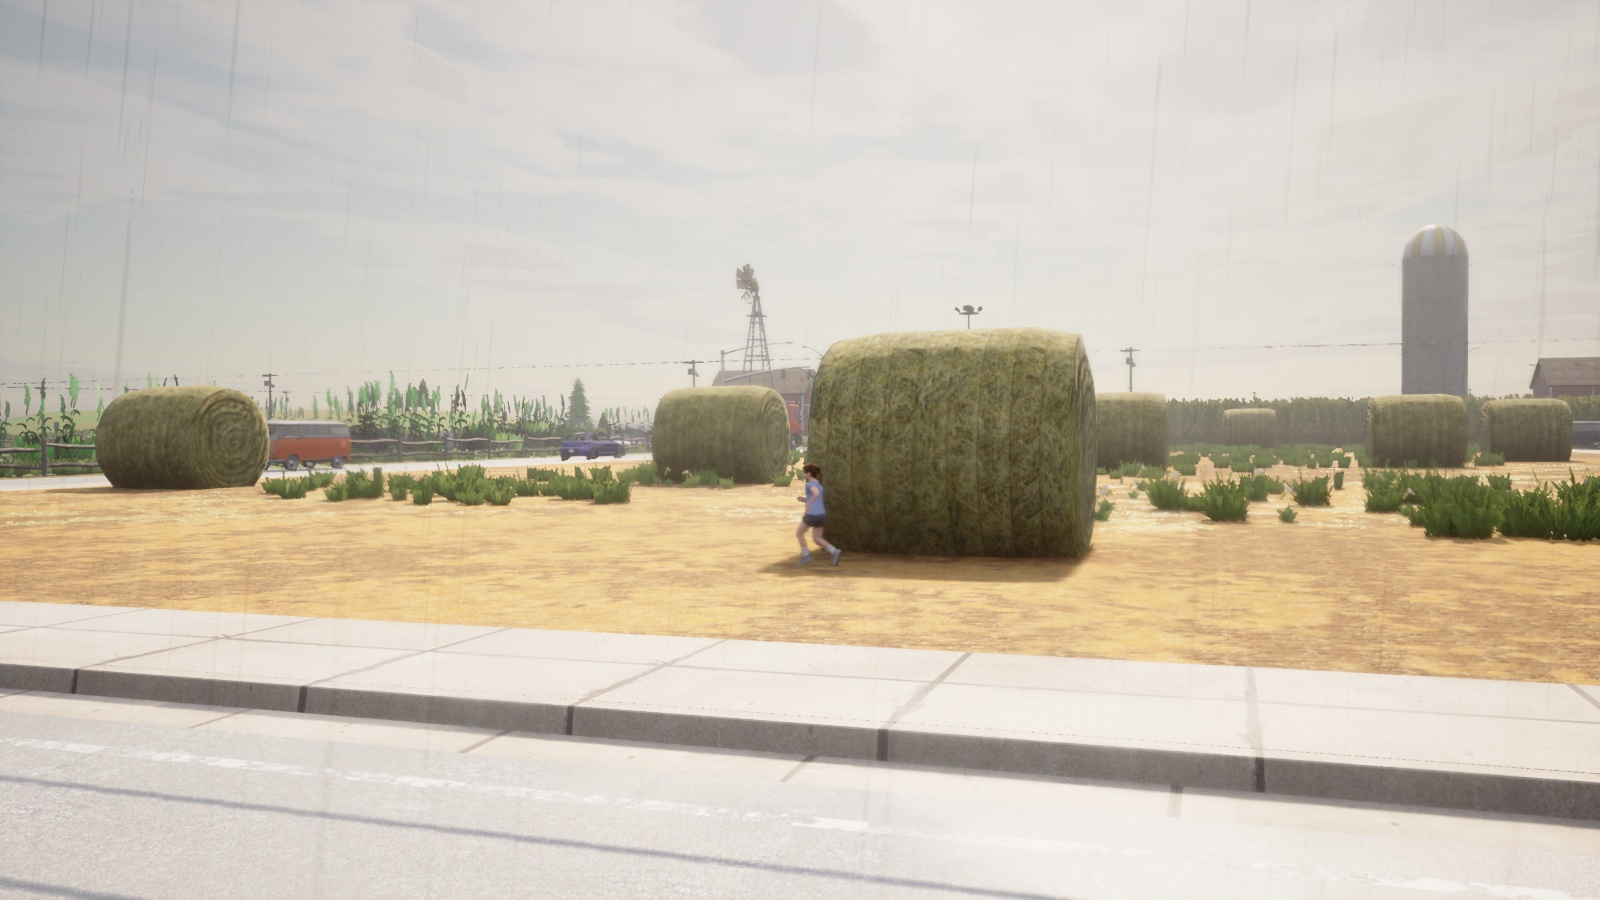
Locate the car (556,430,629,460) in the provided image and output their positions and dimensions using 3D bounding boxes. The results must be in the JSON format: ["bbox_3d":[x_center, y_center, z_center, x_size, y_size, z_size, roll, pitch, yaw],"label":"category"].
[{"bbox_3d":[-10.623,-0.268,64.566,1.816,1.474,4.193,1,1,21],"label":"car"}]

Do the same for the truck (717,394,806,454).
[{"bbox_3d":[-2.522,-1.747,85.215,2.891,3.827,8.468,1,1,22],"label":"truck"}]

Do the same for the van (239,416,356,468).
[{"bbox_3d":[-20.011,-0.334,50.173,1.775,1.987,4.442,1,1,21],"label":"van"}]

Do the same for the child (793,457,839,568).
[{"bbox_3d":[0.161,0.635,12.960,0.394,1.110,0.255,1,1,34],"label":"child"}]
